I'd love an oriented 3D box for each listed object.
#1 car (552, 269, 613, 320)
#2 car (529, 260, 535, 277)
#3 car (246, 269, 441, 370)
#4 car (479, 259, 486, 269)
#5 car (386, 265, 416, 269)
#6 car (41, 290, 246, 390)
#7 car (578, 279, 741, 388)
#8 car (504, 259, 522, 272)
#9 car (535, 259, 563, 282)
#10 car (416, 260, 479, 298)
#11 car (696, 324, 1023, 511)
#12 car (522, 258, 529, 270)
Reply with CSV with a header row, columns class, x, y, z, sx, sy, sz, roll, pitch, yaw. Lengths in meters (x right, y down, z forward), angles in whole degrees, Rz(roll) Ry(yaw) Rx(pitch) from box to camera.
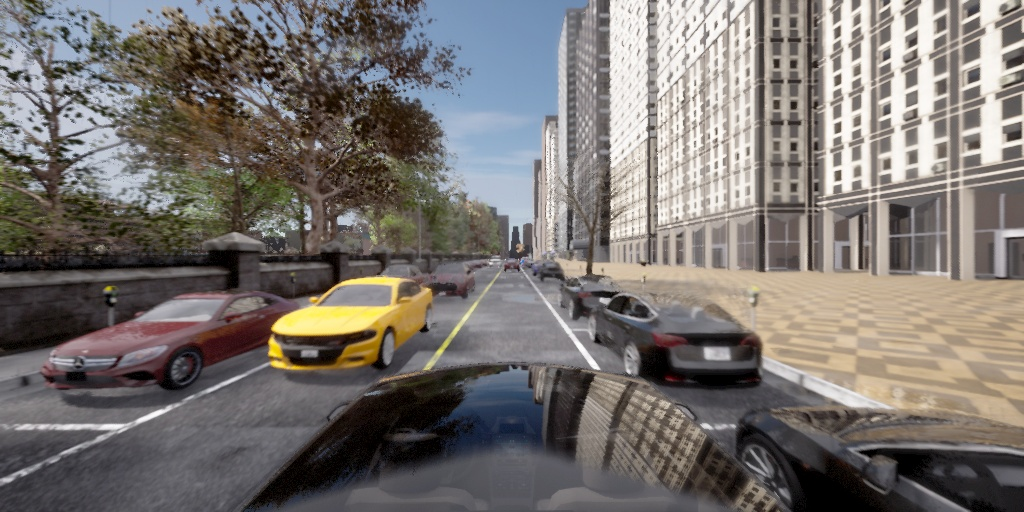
class,x,y,z,sx,sy,sz,roll,pitch,yaw
car,2.690,1.316,12.407,1.948,1.339,4.313,0,0,0
car,3.117,1.113,36.424,2.097,1.767,4.553,0,0,0
car,-3.101,1.228,7.999,1.882,1.535,5.008,0,0,0
car,-5.684,1.324,57.466,1.888,1.381,4.507,0,0,0
car,-5.690,1.191,18.040,1.967,1.591,4.097,0,0,0
car,-5.692,1.332,6.775,1.802,1.307,4.207,0,0,0
car,2.689,1.315,6.774,1.948,1.339,4.313,0,0,0
car,0.006,1.146,45.662,1.812,1.442,4.674,0,0,0
car,3.149,1.260,29.454,1.837,1.490,4.892,0,0,0
car,-3.087,1.104,18.246,2.097,1.767,4.553,0,0,0
car,2.688,1.316,1.142,1.948,1.339,4.313,0,0,0
car,2.695,1.323,51.832,2.007,1.370,4.403,0,0,0
